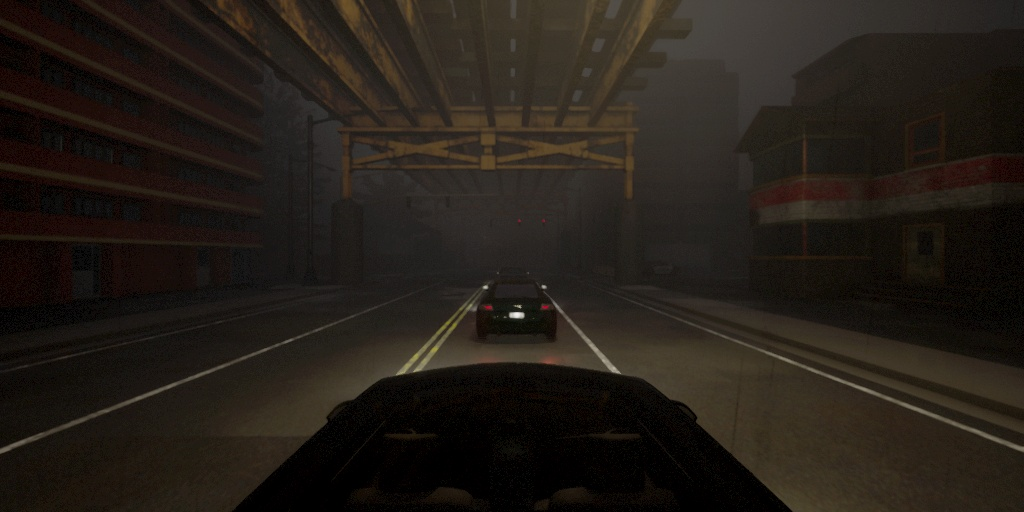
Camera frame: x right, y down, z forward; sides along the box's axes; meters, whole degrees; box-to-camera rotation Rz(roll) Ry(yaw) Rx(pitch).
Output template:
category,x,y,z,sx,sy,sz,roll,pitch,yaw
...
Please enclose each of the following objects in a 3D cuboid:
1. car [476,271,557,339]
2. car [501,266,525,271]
category,x,y,z,sx,sy,sz,roll,pitch,yaw
car,0.087,1.309,10.148,1.994,1.385,4.181,0,0,-1
car,0.056,1.271,21.147,2.033,1.411,5.357,0,0,0
